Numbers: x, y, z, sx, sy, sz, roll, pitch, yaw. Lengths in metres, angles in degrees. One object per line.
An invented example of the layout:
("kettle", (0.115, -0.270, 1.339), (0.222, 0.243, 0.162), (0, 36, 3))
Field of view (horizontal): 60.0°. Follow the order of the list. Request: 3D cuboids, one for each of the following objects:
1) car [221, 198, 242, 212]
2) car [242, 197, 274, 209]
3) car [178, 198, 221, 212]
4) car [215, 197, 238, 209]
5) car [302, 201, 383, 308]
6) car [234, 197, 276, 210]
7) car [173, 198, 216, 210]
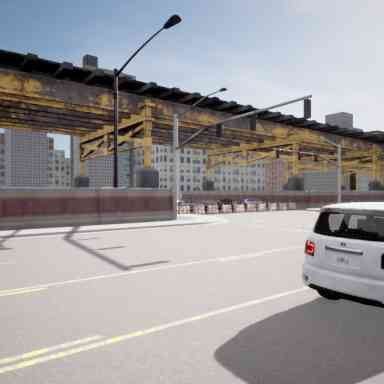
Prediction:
("car", (4.133, 1.453, 39.225), (2.038, 1.542, 4.974), (0, 0, 18))
("car", (8.000, 1.295, 42.969), (4.536, 1.218, 1.853), (0, 0, -7))
("car", (0.381, 1.453, 36.549), (4.974, 1.542, 2.038), (0, 0, 8))
("car", (4.148, 1.295, 39.275), (1.853, 1.218, 4.536), (0, 0, 18))
("car", (4.732, 1.221, 7.133), (5.566, 2.045, 2.150), (0, 0, -35))
("car", (8.052, 1.453, 42.975), (4.974, 1.542, 2.038), (0, 0, -7))
("car", (0.330, 1.295, 36.556), (4.536, 1.218, 1.853), (0, 0, 8))
